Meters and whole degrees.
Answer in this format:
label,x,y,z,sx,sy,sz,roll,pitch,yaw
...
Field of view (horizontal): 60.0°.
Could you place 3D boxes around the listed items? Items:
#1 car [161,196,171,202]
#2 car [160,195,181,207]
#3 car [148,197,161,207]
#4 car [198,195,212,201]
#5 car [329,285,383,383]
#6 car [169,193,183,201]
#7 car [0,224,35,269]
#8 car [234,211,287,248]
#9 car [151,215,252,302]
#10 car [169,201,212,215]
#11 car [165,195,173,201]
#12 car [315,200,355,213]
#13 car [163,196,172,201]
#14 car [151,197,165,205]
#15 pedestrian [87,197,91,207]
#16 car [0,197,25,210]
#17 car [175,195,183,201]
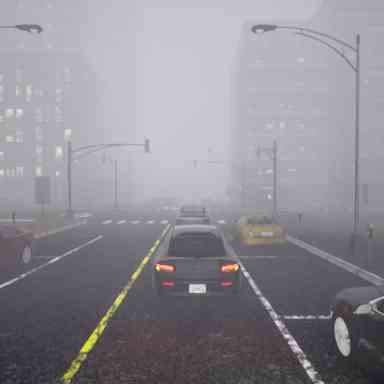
label,x,y,z,sx,sy,sz,roll,pitch,yaw
car,-5.854,1.519,74.947,1.887,1.381,4.507,-1,0,0
car,-3.193,1.528,50.595,2.033,1.411,5.357,0,0,0
car,-5.808,1.506,52.160,1.752,1.417,4.829,-1,0,0
car,2.560,1.529,58.001,2.008,1.369,4.403,-1,0,0
car,2.802,1.549,3.103,2.008,1.369,4.403,-1,0,0
car,-3.156,1.468,67.248,2.128,1.511,4.902,0,0,0
car,-5.849,1.541,8.788,1.887,1.381,4.507,-1,0,0
car,2.778,1.519,14.562,1.752,1.417,4.829,-1,0,0
car,0.083,1.522,8.110,1.812,1.442,4.674,0,0,0
car,0.053,1.484,18.184,2.128,1.511,4.902,0,0,0
car,-5.877,1.516,86.257,1.887,1.381,4.507,-1,0,0
car,16.238,1.617,37.553,4.403,1.369,2.008,0,1,1
car,-5.865,1.555,80.602,1.802,1.307,4.206,-1,0,0
car,-5.820,1.545,57.984,1.947,1.339,4.313,-1,0,0
pedestrian,-12.631,1.193,40.837,0.375,1.300,0.375,0,0,1
car,-21.738,1.269,37.973,4.829,1.417,1.752,0,0,1
car,-3.166,1.447,82.143,1.837,1.490,4.892,0,0,0
